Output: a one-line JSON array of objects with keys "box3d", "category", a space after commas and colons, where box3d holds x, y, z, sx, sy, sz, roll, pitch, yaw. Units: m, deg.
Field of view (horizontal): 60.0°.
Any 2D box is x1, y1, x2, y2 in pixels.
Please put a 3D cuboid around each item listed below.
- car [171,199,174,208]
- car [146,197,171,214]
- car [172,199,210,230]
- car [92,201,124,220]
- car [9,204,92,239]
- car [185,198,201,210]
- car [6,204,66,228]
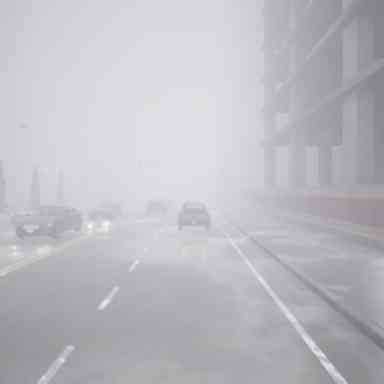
[{"box3d": [-3.482, 1.422, 44.966, 2.033, 1.411, 5.357, 0, 0, 0], "category": "car"}, {"box3d": [-3.468, 1.412, 33.760, 1.837, 1.490, 4.892, 0, 1, 0], "category": "car"}, {"box3d": [0.116, 1.434, 20.505, 2.128, 1.511, 4.902, 0, 0, 0], "category": "car"}, {"box3d": [-6.978, 1.470, 27.533, 2.033, 1.411, 5.357, 0, 0, 0], "category": "car"}, {"box3d": [-7.060, 1.444, 16.968, 2.128, 1.511, 4.902, 0, 0, 0], "category": "car"}, {"box3d": [0.105, 1.483, 42.181, 1.895, 1.301, 4.718, 0, 0, 0], "category": "car"}, {"box3d": [-10.513, 1.536, 22.913, 1.895, 1.301, 4.718, 0, 0, 1], "category": "car"}]
